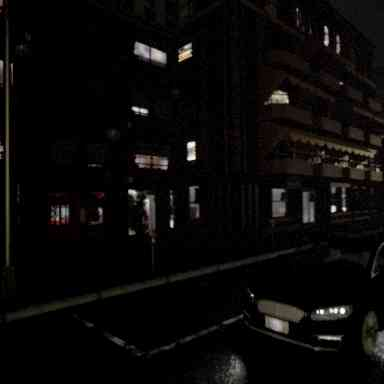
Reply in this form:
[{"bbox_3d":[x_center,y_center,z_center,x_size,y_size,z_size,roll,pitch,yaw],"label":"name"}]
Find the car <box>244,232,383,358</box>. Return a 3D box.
[{"bbox_3d":[2.934,1.581,6.302,4.902,1.511,2.128,0,-2,-44],"label":"car"}]
